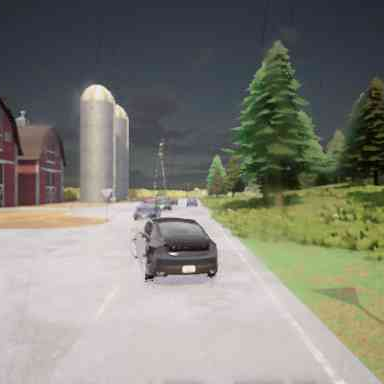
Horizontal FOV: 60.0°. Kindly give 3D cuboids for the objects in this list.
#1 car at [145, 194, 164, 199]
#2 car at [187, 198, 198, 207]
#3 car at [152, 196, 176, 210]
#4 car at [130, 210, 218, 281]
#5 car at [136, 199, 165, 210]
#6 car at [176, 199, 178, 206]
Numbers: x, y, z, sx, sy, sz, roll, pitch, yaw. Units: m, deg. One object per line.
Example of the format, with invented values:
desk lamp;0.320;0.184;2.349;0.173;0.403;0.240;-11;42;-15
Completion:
car;-9.054;1.789;75.954;4.181;1.381;1.994;0;0;-1
car;0.003;1.722;55.473;2.033;1.411;5.357;0;0;0
car;-3.582;1.625;42.801;2.128;1.511;4.902;0;0;0
car;-0.683;1.515;10.013;1.837;1.490;4.892;1;0;-15
car;-3.681;1.615;28.224;1.812;1.442;4.674;0;0;2
car;-3.497;1.769;60.053;1.994;1.385;4.181;0;0;0
